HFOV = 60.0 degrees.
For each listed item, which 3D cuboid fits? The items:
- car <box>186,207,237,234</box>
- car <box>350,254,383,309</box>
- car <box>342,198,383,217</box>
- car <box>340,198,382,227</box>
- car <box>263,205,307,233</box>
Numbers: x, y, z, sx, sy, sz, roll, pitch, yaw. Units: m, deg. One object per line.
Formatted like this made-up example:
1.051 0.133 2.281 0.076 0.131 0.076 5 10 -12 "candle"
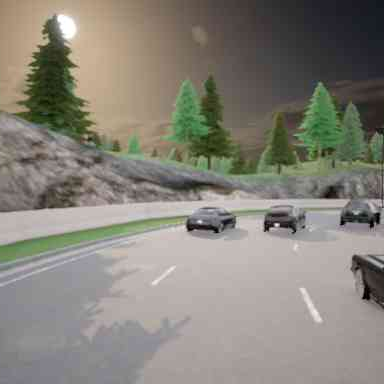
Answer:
1.246 1.565 19.648 1.994 1.385 4.181 0 0 24 "car"
4.227 1.637 5.429 1.895 1.301 4.718 1 0 8 "car"
17.559 1.497 34.187 4.553 1.767 2.097 1 0 -39 "car"
12.148 1.453 23.802 2.097 1.767 4.553 1 0 36 "car"
5.685 1.547 20.116 1.837 1.490 4.892 0 0 27 "car"
